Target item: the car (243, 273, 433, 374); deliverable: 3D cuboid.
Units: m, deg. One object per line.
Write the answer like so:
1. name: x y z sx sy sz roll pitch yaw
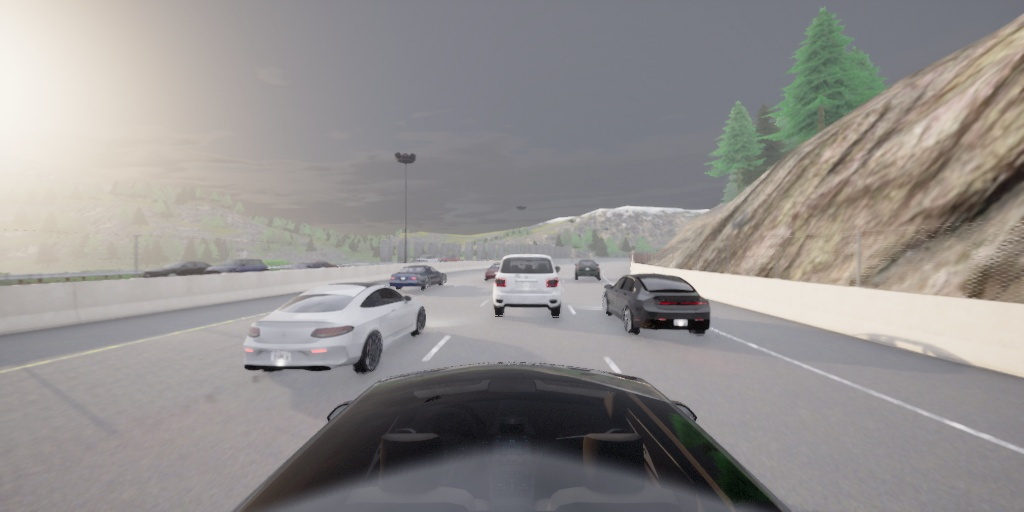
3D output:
1. car: -3.211 1.261 7.415 1.812 1.442 4.674 0 0 2

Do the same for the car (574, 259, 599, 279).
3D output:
1. car: 6.615 1.083 31.670 2.097 1.767 4.553 0 0 10

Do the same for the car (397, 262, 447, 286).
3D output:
1. car: -5.580 1.261 21.868 2.033 1.411 5.357 0 0 7

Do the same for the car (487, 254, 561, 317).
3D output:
1. car: 0.617 0.960 13.293 2.150 2.045 5.566 0 0 4

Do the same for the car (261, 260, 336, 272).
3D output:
1. car: -15.665 1.230 27.125 2.033 1.411 5.357 0 0 8

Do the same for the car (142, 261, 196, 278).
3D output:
1. car: -26.028 1.134 28.439 1.882 1.535 5.008 0 0 8

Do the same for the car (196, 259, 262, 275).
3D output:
1. car: -22.371 1.016 29.287 2.097 1.767 4.553 0 0 9

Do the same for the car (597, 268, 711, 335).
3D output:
1. car: 3.956 1.254 10.524 1.837 1.490 4.892 0 0 3

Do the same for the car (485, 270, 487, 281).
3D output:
1. car: -0.884 1.280 29.502 1.994 1.385 4.181 0 0 9
